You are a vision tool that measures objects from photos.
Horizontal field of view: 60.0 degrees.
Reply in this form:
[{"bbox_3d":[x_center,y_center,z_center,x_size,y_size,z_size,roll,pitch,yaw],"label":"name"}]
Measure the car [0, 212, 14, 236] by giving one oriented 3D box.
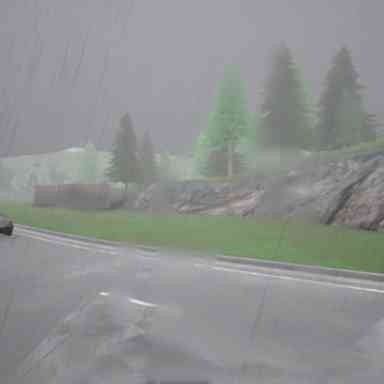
[{"bbox_3d":[-11.022,1.554,17.477,4.181,1.385,1.994,0,0,44],"label":"car"}]
